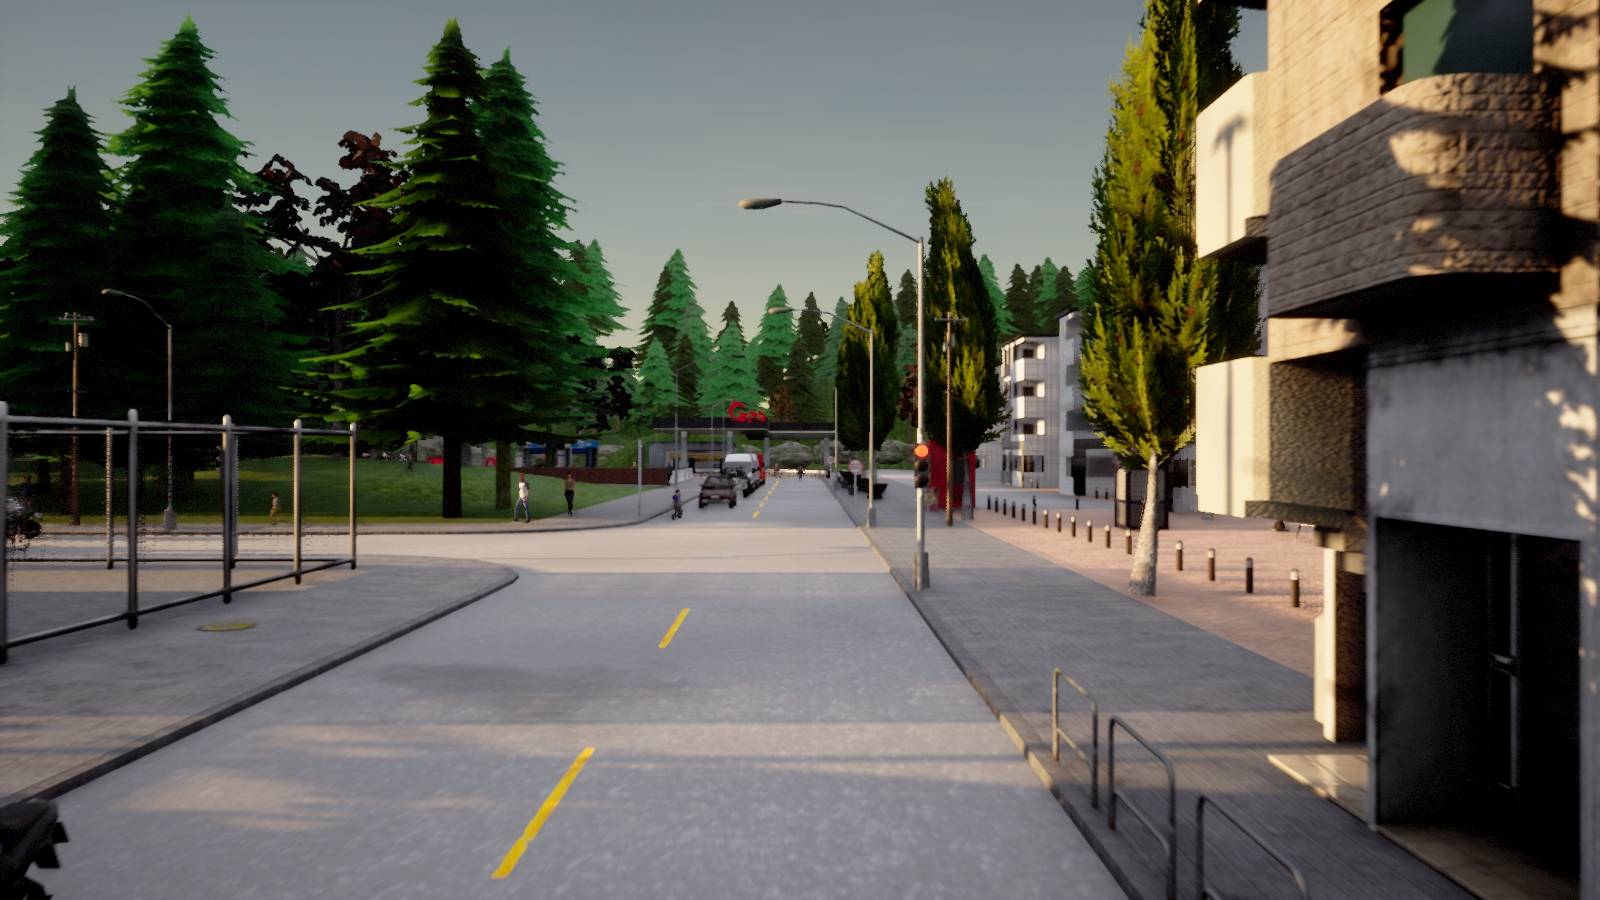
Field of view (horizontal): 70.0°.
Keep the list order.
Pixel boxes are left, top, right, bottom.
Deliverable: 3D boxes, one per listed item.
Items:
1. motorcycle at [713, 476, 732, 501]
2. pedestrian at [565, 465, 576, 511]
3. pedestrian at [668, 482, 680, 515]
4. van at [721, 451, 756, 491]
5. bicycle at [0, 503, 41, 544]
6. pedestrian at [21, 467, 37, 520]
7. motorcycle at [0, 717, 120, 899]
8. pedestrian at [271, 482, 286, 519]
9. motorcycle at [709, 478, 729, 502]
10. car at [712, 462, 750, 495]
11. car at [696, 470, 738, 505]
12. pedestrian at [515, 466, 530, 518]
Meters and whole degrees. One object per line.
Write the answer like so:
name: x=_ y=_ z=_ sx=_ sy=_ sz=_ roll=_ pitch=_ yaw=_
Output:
motorcycle: x=-3.993 y=1.962 z=58.857 sx=0.856 sy=1.236 sz=1.805 roll=0 pitch=0 yaw=0
pedestrian: x=-9.298 y=1.526 z=46.281 sx=0.375 sy=1.860 sz=0.375 roll=0 pitch=0 yaw=1
pedestrian: x=-5.007 y=1.909 z=45.432 sx=0.375 sy=1.300 sz=0.375 roll=0 pitch=0 yaw=12
van: x=-3.997 y=1.315 z=74.757 sx=1.988 sy=2.561 sz=5.915 roll=0 pitch=0 yaw=0
bicycle: x=-22.165 y=2.036 z=31.804 sx=1.487 sy=1.080 sz=0.859 roll=0 pitch=0 yaw=0
pedestrian: x=-27.224 y=1.525 z=40.363 sx=0.375 sy=1.860 sz=0.375 roll=0 pitch=0 yaw=37
motorcycle: x=-4.019 y=1.993 z=5.067 sx=0.803 sy=1.145 sz=2.033 roll=0 pitch=0 yaw=0
pedestrian: x=-18.657 y=1.806 z=40.845 sx=0.375 sy=1.300 sz=0.375 roll=0 pitch=0 yaw=-3
motorcycle: x=-4.022 y=1.993 z=56.865 sx=0.803 sy=1.145 sz=2.033 roll=0 pitch=0 yaw=0
car: x=-4.051 y=1.644 z=67.690 sx=1.932 sy=1.855 sz=4.605 roll=0 pitch=0 yaw=0
car: x=-4.004 y=1.806 z=55.904 sx=1.789 sy=1.549 sz=3.705 roll=0 pitch=0 yaw=0
pedestrian: x=-10.075 y=1.524 z=41.528 sx=0.375 sy=1.860 sz=0.375 roll=0 pitch=0 yaw=34
